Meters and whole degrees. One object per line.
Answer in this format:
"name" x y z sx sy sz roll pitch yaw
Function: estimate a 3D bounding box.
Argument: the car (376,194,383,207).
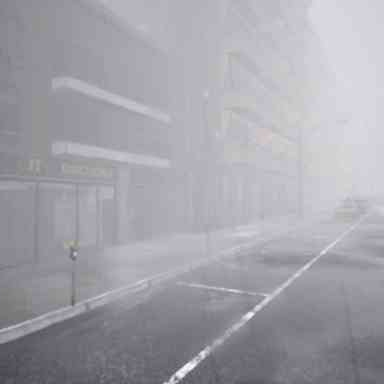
"car" 30.270 1.342 51.588 2.097 1.767 4.553 -2 -1 31

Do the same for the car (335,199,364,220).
"car" 13.585 1.584 29.062 1.752 1.417 4.829 0 0 31

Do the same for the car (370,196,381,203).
"car" 39.553 1.658 71.725 1.947 1.339 4.313 0 0 31

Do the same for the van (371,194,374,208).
"van" 22.299 1.395 43.378 1.690 1.788 3.998 0 0 31

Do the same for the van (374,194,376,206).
"van" 25.174 1.398 48.104 1.690 1.788 3.998 0 0 31

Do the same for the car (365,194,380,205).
"car" 33.801 1.389 62.276 2.192 1.841 5.009 0 0 31

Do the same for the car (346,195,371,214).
"car" 16.549 1.370 33.932 2.192 1.841 5.009 0 0 31
